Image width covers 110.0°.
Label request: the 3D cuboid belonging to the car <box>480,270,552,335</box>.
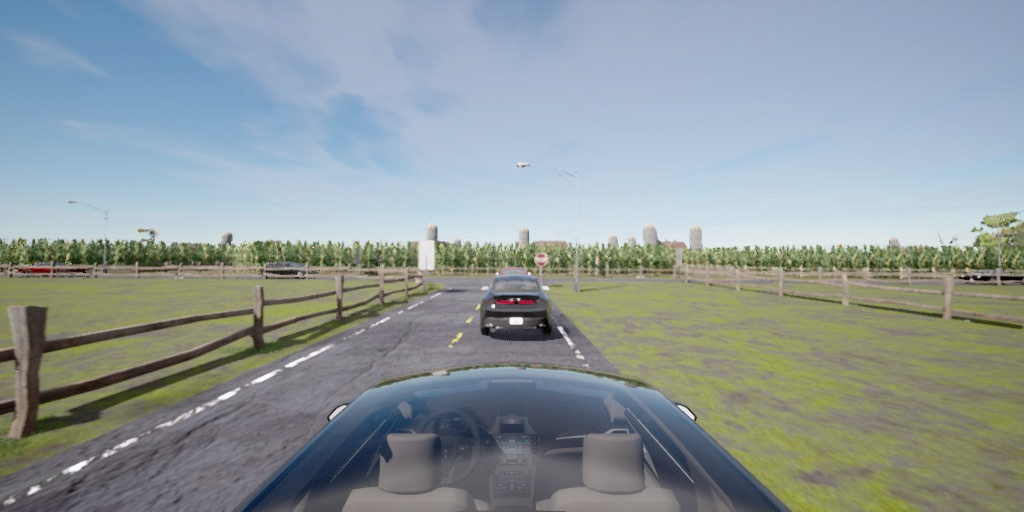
[{"bbox_3d":[0.102,1.321,10.815,1.837,1.490,4.892,0,-1,0],"label":"car"}]

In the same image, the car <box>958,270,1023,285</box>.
[{"bbox_3d":[44.574,1.944,33.063,4.718,1.301,1.895,1,-1,1],"label":"car"}]

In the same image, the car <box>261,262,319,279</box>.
[{"bbox_3d":[-20.595,1.330,33.386,4.892,1.490,1.837,0,-1,0],"label":"car"}]

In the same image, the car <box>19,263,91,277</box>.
[{"bbox_3d":[-42.620,1.288,33.534,4.718,1.301,1.895,0,-1,1],"label":"car"}]

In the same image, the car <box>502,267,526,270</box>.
[{"bbox_3d":[0.081,1.367,20.273,1.882,1.535,5.008,0,0,-1],"label":"car"}]
